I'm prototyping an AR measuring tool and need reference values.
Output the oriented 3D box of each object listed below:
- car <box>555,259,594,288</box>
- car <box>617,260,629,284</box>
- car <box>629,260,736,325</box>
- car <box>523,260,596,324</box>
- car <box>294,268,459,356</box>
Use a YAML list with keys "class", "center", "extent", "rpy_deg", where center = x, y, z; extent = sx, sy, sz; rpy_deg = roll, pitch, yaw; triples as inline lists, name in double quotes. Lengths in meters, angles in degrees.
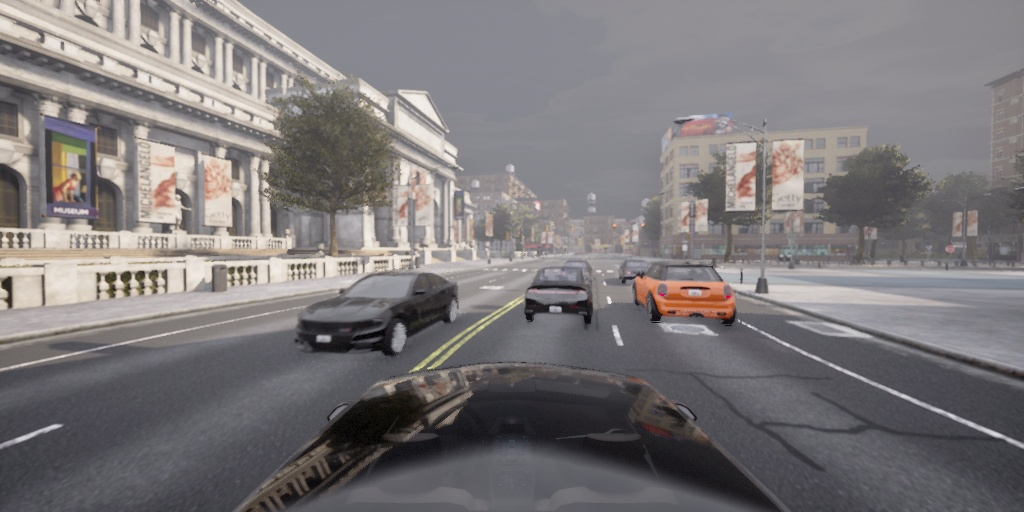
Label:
- class: "car"
  center: [3.916, 0.943, 21.696]
  extent: [2.033, 1.411, 5.357]
  rpy_deg: [0, 1, 13]
- class: "car"
  center: [7.712, 0.935, 22.529]
  extent: [2.033, 1.411, 5.357]
  rpy_deg: [0, 1, 14]
- class: "car"
  center: [5.179, 0.937, 11.389]
  extent: [2.097, 1.767, 4.553]
  rpy_deg: [0, 1, 11]
- class: "car"
  center: [1.568, 1.071, 11.270]
  extent: [2.128, 1.511, 4.902]
  rpy_deg: [0, 1, 12]
- class: "car"
  center: [-2.787, 1.097, 8.579]
  extent: [1.882, 1.535, 5.008]
  rpy_deg: [0, 1, 10]
